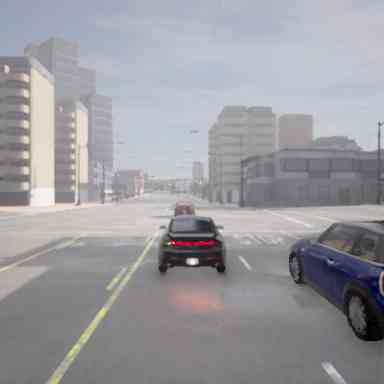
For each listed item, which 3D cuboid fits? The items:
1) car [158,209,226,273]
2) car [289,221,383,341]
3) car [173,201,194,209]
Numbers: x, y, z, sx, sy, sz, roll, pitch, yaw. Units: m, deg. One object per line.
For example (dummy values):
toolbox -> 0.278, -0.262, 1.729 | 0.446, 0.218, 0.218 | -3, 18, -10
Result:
car -> -0.014, 1.492, 10.625 | 1.837, 1.490, 4.892 | 0, -1, -1
car -> 3.531, 1.345, 6.654 | 2.097, 1.767, 4.553 | 0, 0, 0
car -> -0.765, 1.530, 30.935 | 1.812, 1.442, 4.674 | 0, 0, -3
